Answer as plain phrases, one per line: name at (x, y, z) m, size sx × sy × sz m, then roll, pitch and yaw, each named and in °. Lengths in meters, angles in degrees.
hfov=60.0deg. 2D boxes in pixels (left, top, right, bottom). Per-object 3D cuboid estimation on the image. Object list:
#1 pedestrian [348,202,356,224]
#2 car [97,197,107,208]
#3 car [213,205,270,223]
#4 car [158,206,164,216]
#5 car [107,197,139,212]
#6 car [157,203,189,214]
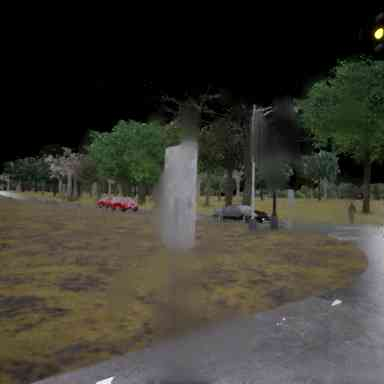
pedestrian at (13.367, 1.698, 27.817) m, size 0.375 × 1.860 × 0.375 m, roll 1°, pitch -1°, yaw -36°
car at (-15.755, 1.926, 61.586) m, size 2.150 × 2.045 × 5.566 m, roll 3°, pitch -2°, yaw -35°
car at (3.976, 1.779, 27.846) m, size 2.033 × 1.411 × 5.357 m, roll 3°, pitch -2°, yaw -36°
car at (-1.833, 1.914, 35.903) m, size 1.994 × 1.385 × 4.181 m, roll 3°, pitch -2°, yaw -37°
car at (-9.487, 1.688, 46.618) m, size 2.150 × 2.045 × 5.566 m, roll 3°, pitch -2°, yaw -35°
car at (-2.585, 2.146, 43.297) m, size 1.895 × 1.301 × 4.718 m, roll 3°, pitch -2°, yaw -36°
